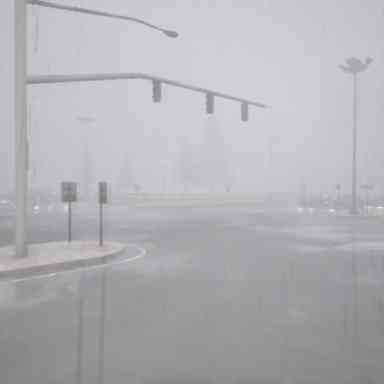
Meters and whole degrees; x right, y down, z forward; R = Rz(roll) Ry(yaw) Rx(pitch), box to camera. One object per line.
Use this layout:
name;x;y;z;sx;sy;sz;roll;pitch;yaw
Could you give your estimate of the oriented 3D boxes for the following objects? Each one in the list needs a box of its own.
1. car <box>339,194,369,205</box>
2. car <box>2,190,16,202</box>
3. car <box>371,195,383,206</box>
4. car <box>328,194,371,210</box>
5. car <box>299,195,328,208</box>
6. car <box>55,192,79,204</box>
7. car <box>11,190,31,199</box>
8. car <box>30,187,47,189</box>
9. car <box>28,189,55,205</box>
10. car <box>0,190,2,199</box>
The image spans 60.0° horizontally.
car;21.441;1.003;44.017;4.718;1.301;1.895;-1;1;-42
car;-24.770;0.622;46.814;1.837;1.490;4.892;-1;1;-42
car;23.268;1.025;40.940;4.181;1.385;1.994;0;1;-41
car;16.620;1.026;35.011;4.892;1.490;1.837;-1;1;-42
car;14.295;1.015;37.630;5.357;1.411;2.033;-1;1;-42
car;-16.134;0.736;42.509;1.837;1.490;4.892;-1;1;-42
car;-29.426;0.405;57.218;1.882;1.535;5.008;-1;1;-42
car;-22.627;0.305;49.663;2.150;2.045;5.566;-1;1;-42
car;-18.625;0.763;40.046;1.837;1.490;4.892;-1;1;-42
car;-31.641;0.452;54.428;2.128;1.511;4.902;-1;1;-42
